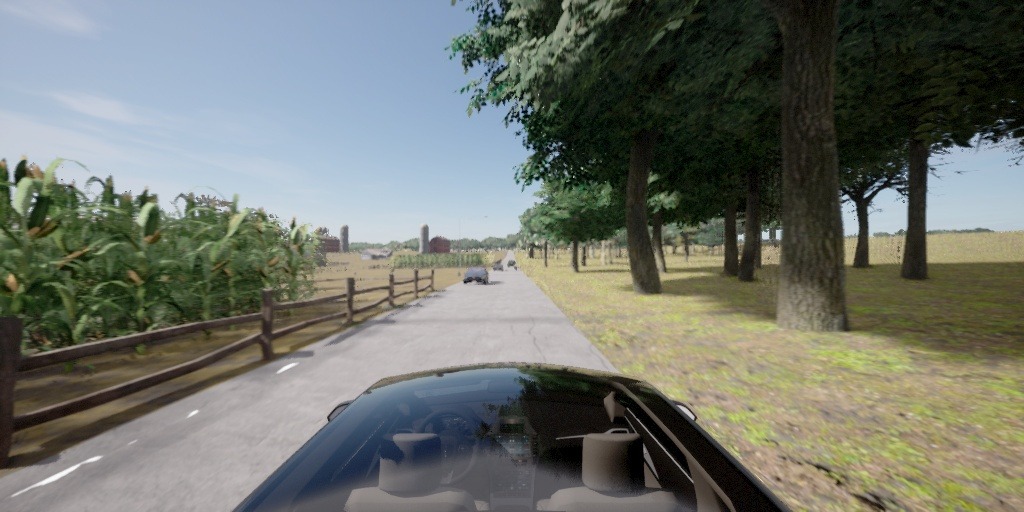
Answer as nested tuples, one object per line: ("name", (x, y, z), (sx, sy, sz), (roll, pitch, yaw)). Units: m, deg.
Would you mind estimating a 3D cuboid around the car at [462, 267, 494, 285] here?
("car", (-2.856, 1.598, 29.431), (2.033, 1.411, 5.357), (0, -1, 0))
